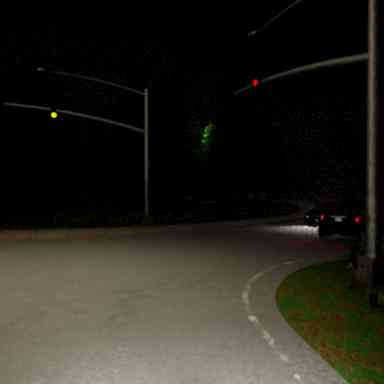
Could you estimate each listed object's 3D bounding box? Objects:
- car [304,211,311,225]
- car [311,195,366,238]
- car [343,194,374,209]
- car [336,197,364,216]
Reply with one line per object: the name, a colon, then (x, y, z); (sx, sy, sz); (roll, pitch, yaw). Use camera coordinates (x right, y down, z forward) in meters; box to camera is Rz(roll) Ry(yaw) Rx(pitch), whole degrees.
car: (9.168, 1.344, 21.626); (2.033, 1.411, 5.357); (0, 1, 41)
car: (7.887, 1.197, 15.487); (4.553, 1.767, 2.097); (0, 0, -39)
car: (20.320, 1.115, 40.882); (1.882, 1.535, 5.008); (0, 0, 7)
car: (14.341, 1.228, 30.421); (1.837, 1.490, 4.892); (0, 1, 20)
